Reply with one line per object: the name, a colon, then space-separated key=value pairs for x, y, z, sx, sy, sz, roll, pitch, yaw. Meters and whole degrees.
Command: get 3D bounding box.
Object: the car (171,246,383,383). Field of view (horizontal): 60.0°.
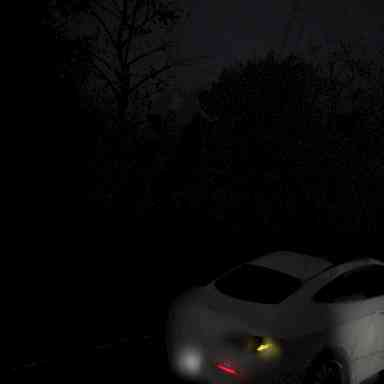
car: x=1.955 y=1.527 z=4.682 sx=4.674 sy=1.442 sz=1.812 roll=0 pitch=0 yaw=-32
